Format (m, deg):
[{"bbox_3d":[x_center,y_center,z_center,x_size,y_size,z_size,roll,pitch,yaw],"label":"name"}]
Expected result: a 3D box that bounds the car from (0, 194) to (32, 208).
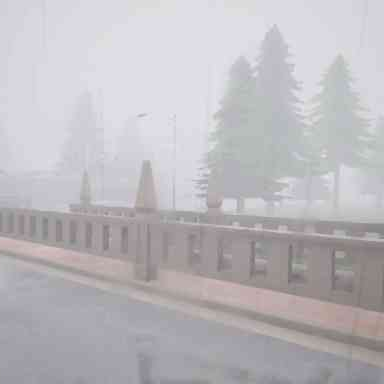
[{"bbox_3d":[-17.653,0.979,31.219,1.837,1.490,4.892,1,1,38],"label":"car"}]
